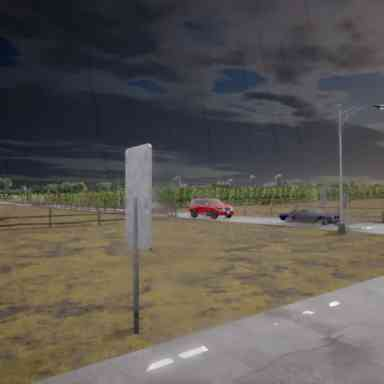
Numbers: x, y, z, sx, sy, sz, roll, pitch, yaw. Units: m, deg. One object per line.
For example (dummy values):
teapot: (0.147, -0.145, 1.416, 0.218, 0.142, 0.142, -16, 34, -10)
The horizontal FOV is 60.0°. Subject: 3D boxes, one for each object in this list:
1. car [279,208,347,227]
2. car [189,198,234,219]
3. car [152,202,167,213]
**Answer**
car: (8.976, 1.845, 24.964, 1.895, 1.301, 4.718, 0, -1, -36)
car: (1.932, 1.697, 34.714, 2.150, 2.045, 5.566, 0, -1, -36)
car: (-5.220, 2.067, 44.649, 2.097, 1.767, 4.553, 0, -1, -36)
